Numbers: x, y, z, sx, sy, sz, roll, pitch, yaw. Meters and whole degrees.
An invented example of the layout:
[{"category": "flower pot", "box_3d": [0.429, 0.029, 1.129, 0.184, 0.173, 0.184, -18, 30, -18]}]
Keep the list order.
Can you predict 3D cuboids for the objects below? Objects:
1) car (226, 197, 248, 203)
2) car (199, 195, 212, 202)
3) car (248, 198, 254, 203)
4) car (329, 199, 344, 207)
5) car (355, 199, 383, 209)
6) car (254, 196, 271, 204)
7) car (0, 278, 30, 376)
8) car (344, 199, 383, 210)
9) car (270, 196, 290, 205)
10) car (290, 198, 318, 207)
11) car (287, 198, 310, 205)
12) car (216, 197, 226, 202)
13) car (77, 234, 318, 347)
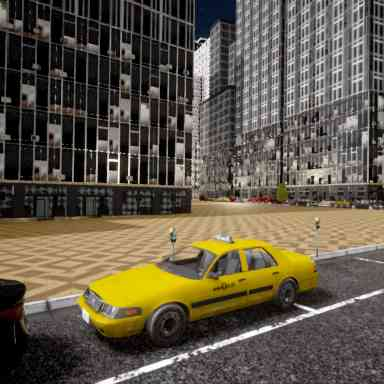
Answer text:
[{"category": "car", "box_3d": [9.939, 1.732, 74.258, 1.967, 1.590, 4.097, 1, -1, -22]}, {"category": "car", "box_3d": [3.618, 1.701, 89.797, 2.192, 1.841, 5.009, 1, -1, -22]}, {"category": "car", "box_3d": [15.117, 2.054, 82.431, 1.802, 1.307, 4.206, 1, -1, -22]}, {"category": "car", "box_3d": [25.597, 1.842, 56.679, 1.752, 1.417, 4.829, 1, -1, -22]}, {"category": "car", "box_3d": [27.770, 1.835, 51.340, 2.008, 1.369, 4.403, 1, -1, -22]}, {"category": "car", "box_3d": [17.230, 1.756, 77.252, 2.192, 1.841, 5.009, 1, -1, -22]}, {"category": "car", "box_3d": [-3.964, 1.565, 3.258, 4.313, 1.339, 1.947, 0, 1, -36]}, {"category": "car", "box_3d": [22.584, 1.655, 43.179, 2.008, 1.369, 4.403, 1, -1, -22]}, {"category": "car", "box_3d": [16.263, 1.638, 58.719, 1.967, 1.590, 4.097, 1, -1, -22]}, {"category": "car", "box_3d": [18.369, 1.717, 53.538, 2.008, 1.369, 4.403, 1, -1, -22]}, {"category": "car", "box_3d": [21.444, 1.929, 66.885, 2.008, 1.369, 4.403, 1, -1, -22]}, {"category": "car", "box_3d": [7.895, 1.848, 79.279, 1.752, 1.417, 4.829, 1, -1, -22]}, {"category": "car", "box_3d": [0.401, 1.528, 6.315, 4.829, 1.417, 1.752, 0, 1, -35]}]
